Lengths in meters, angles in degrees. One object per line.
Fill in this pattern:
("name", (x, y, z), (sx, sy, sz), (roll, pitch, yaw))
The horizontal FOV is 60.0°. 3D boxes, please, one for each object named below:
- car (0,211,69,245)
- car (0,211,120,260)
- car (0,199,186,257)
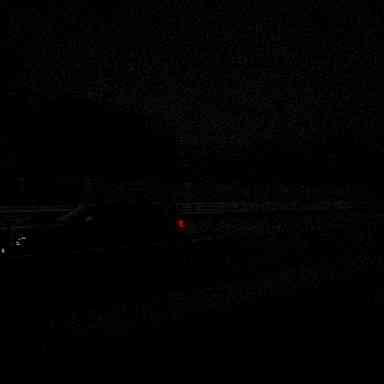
("car", (-8.327, 1.613, 15.250), (4.718, 1.301, 1.895), (0, 0, -36))
("car", (-5.712, 1.564, 12.816), (5.357, 1.411, 2.033), (0, 0, -36))
("car", (-2.821, 1.245, 10.579), (5.566, 2.045, 2.150), (0, 0, -36))
